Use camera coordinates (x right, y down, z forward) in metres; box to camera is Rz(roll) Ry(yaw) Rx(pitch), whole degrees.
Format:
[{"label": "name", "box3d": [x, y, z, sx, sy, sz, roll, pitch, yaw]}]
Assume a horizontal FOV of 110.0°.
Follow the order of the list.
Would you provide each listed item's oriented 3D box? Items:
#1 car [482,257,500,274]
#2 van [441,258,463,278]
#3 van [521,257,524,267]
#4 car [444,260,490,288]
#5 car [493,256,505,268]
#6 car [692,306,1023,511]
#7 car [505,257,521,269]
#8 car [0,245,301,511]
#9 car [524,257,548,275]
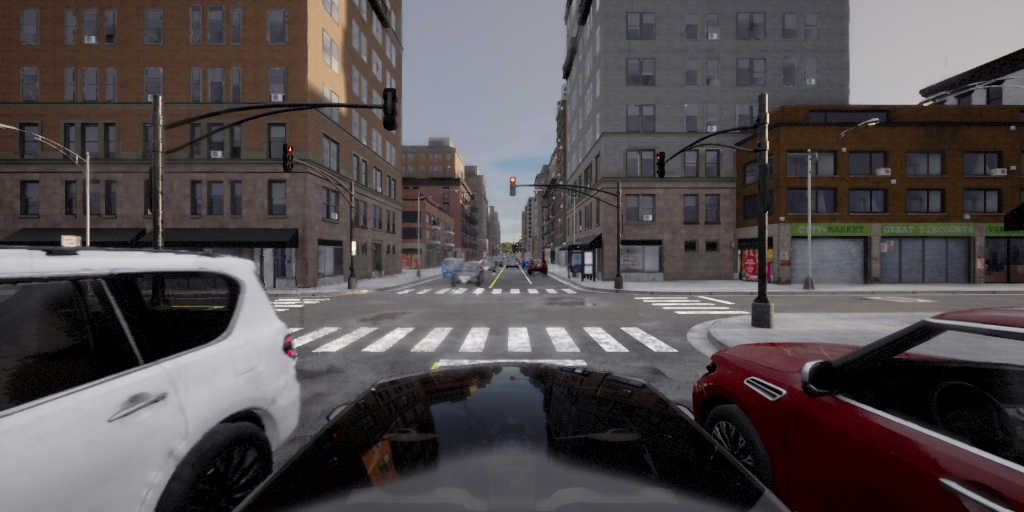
[{"label": "car", "box3d": [-2.835, 1.236, 42.116, 2.128, 1.511, 4.902, 0, 0, 0]}, {"label": "van", "box3d": [-5.399, 1.087, 33.132, 1.690, 1.789, 3.998, 0, 0, 0]}, {"label": "van", "box3d": [2.704, 1.084, 54.756, 1.690, 1.789, 3.998, 0, 0, 0]}, {"label": "car", "box3d": [-2.845, 1.239, 23.828, 2.128, 1.511, 4.902, 0, 0, 0]}, {"label": "car", "box3d": [-2.734, 0.984, 62.472, 2.150, 2.045, 5.566, 0, 0, 0]}, {"label": "car", "box3d": [2.638, 1.065, 1.167, 2.192, 1.841, 5.009, 0, 0, 0]}, {"label": "car", "box3d": [0.068, 1.306, 57.962, 1.994, 1.385, 4.181, 0, 0, 0]}, {"label": "car", "box3d": [-2.850, 0.971, 0.731, 2.150, 2.045, 5.566, 0, 0, 0]}, {"label": "car", "box3d": [2.715, 1.060, 38.538, 2.192, 1.841, 5.009, 0, 0, 0]}]
